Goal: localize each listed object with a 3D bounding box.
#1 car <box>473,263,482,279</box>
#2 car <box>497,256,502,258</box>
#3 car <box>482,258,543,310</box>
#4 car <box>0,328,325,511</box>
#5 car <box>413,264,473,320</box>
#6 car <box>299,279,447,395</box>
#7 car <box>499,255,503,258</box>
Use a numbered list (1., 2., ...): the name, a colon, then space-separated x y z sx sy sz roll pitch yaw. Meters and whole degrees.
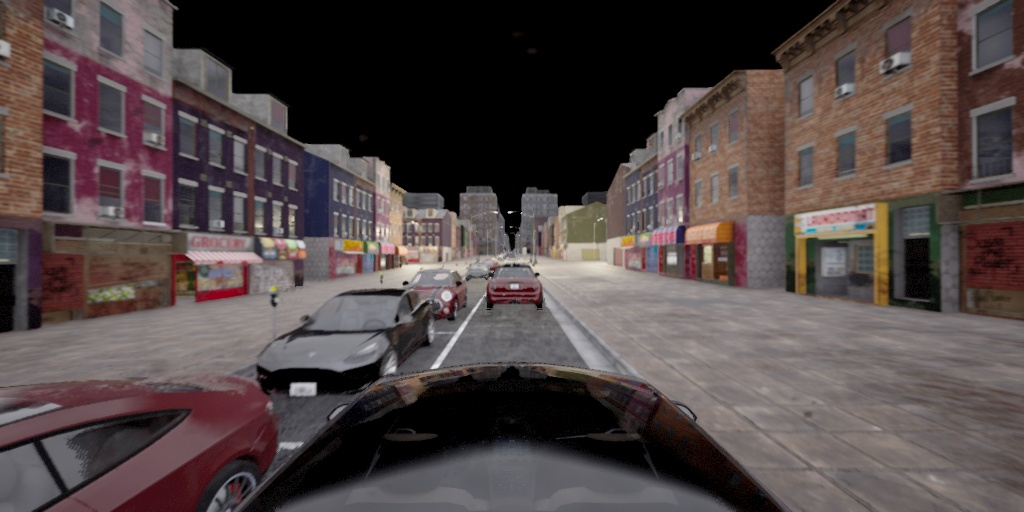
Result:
1. car: -2.646 1.230 28.861 2.007 1.370 4.403 0 0 0
2. car: -2.652 1.069 45.472 1.888 1.381 4.507 0 0 0
3. car: 0.094 1.088 14.800 2.097 1.767 4.553 0 0 0
4. car: -2.637 1.332 1.177 1.802 1.307 4.207 0 0 0
5. car: -2.641 1.180 12.245 1.967 1.591 4.097 0 0 0
6. car: -2.639 1.311 6.711 1.948 1.339 4.313 0 0 0
7. car: -2.654 0.976 50.838 1.751 1.417 4.829 0 0 0
